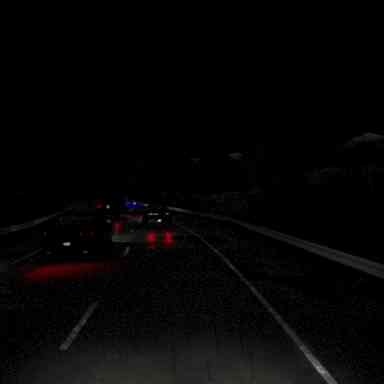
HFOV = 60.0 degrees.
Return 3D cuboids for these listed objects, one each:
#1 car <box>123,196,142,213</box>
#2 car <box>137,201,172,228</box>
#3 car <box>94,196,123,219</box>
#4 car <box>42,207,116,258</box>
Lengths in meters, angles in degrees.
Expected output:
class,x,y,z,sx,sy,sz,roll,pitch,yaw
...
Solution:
class,x,y,z,sx,sy,sz,roll,pitch,yaw
car,-7.547,1.490,41.264,2.150,2.045,5.566,0,-1,-19
car,-2.603,1.648,23.822,2.128,1.511,4.902,0,0,-12
car,-8.103,1.435,31.786,2.150,2.045,5.566,0,0,-16
car,-4.405,1.569,13.362,1.882,1.535,5.008,0,0,-7
